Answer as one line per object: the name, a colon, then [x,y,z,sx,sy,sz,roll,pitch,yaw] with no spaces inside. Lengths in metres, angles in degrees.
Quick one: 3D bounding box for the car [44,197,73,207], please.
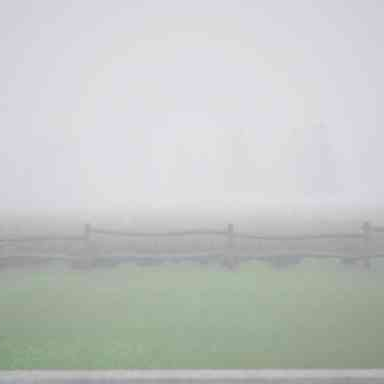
car: [-22.334,1.757,55.410,4.605,1.855,1.932,-1,0,0]
